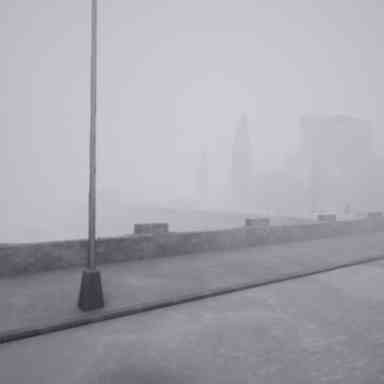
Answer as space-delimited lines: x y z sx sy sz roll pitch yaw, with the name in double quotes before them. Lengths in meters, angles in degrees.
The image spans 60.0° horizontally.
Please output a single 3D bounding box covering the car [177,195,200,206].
"car" -0.819 1.615 63.149 2.150 2.045 5.566 1 -1 -35
